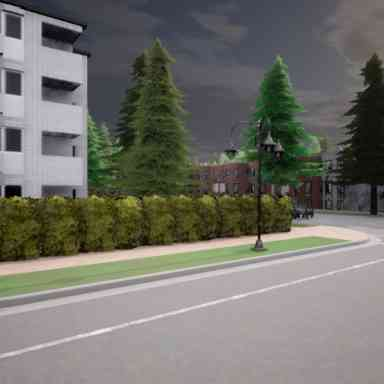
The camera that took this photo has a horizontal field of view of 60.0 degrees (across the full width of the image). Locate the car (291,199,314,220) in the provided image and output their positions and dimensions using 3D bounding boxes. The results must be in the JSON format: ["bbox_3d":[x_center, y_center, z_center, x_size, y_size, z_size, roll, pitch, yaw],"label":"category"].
[{"bbox_3d":[7.860,1.336,27.770,2.097,1.767,4.553,0,0,-36],"label":"car"}]
